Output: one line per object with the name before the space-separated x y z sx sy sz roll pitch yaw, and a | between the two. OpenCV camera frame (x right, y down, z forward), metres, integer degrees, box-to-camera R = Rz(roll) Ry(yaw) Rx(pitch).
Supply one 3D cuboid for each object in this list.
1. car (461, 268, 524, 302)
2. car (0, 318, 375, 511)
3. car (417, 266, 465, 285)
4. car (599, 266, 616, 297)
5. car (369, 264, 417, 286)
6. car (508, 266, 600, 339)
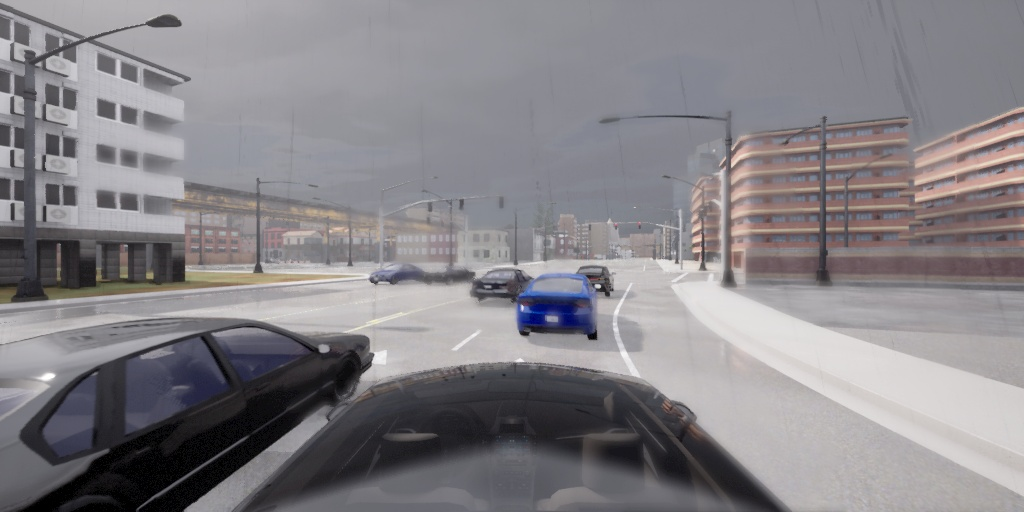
car | -0.151 1.296 16.771 2.033 1.411 5.357 0 0 19
car | -3.171 1.298 3.219 2.033 1.411 5.357 0 0 2
car | -4.458 1.392 25.880 1.895 1.301 4.718 0 0 21
car | 4.392 1.254 19.157 1.837 1.490 4.892 0 0 19
car | -8.180 1.274 25.958 1.812 1.442 4.674 0 0 21
car | 1.473 1.227 10.232 1.882 1.535 5.008 0 0 14
